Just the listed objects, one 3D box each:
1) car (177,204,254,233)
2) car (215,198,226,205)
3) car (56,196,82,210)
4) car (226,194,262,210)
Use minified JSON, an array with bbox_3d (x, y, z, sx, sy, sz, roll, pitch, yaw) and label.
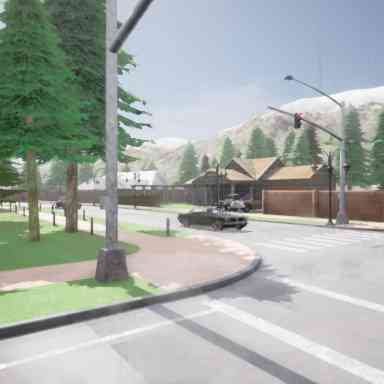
[{"bbox_3d":[1.165,1.586,20.046,1.895,1.301,4.718,0,0,-37],"label":"car"},{"bbox_3d":[4.361,1.161,36.545,3.866,1.878,1.905,0,0,-37],"label":"car"},{"bbox_3d":[-15.646,1.337,42.248,2.097,1.767,4.553,0,0,-39],"label":"car"},{"bbox_3d":[6.182,1.159,34.769,4.605,1.855,1.932,0,0,-37],"label":"car"}]
